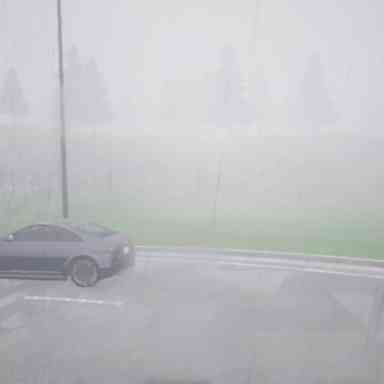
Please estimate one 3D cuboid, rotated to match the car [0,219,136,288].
[{"bbox_3d":[-3.555,1.389,8.264,4.181,1.385,1.994,-1,1,9],"label":"car"}]
